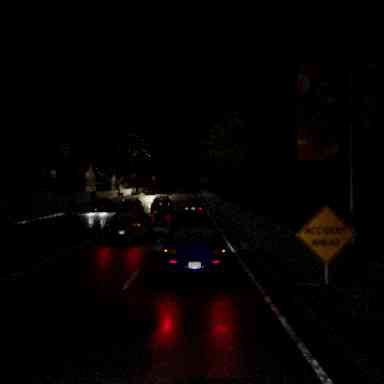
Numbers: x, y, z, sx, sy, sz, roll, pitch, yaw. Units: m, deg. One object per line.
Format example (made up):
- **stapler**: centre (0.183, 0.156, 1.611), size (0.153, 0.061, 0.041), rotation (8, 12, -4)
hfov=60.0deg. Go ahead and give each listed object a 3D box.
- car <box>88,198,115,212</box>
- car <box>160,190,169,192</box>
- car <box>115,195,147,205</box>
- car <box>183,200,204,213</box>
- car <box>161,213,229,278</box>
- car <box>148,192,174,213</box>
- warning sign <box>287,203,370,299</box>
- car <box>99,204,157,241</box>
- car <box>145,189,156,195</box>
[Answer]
- **car**: centre (-9.796, 1.371, 36.510), size (2.033, 1.411, 5.357), rotation (0, 1, 0)
- **car**: centre (-6.383, 0.203, 77.736), size (1.994, 1.385, 4.181), rotation (0, 2, 0)
- **car**: centre (-6.543, 1.369, 36.584), size (2.033, 1.411, 5.357), rotation (0, 1, 0)
- **car**: centre (0.140, 1.473, 31.358), size (2.033, 1.411, 5.357), rotation (0, 1, 0)
- **car**: centre (0.085, 1.603, 10.352), size (1.812, 1.442, 4.674), rotation (0, 0, 0)
- **car**: centre (-3.103, 1.204, 35.172), size (2.097, 1.767, 4.553), rotation (0, 1, 0)
- **warning sign**: centre (2.851, 1.182, 7.102), size (1.300, 1.860, 1.060), rotation (0, -1, 0)
- **car**: centre (-3.137, 1.600, 17.182), size (1.812, 1.442, 4.674), rotation (0, 0, 0)
- **car**: centre (-9.633, 0.005, 77.765), size (2.097, 1.767, 4.553), rotation (0, 2, 0)
